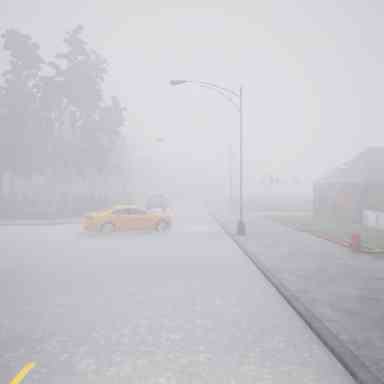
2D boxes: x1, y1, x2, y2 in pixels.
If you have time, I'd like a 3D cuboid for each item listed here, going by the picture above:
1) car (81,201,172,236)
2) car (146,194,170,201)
[{"bbox_3d":[-3.533,1.478,18.523,5.008,1.535,1.882,0,1,-31],"label":"car"},{"bbox_3d":[-4.227,1.221,40.326,2.150,2.045,5.566,0,0,0],"label":"car"}]
